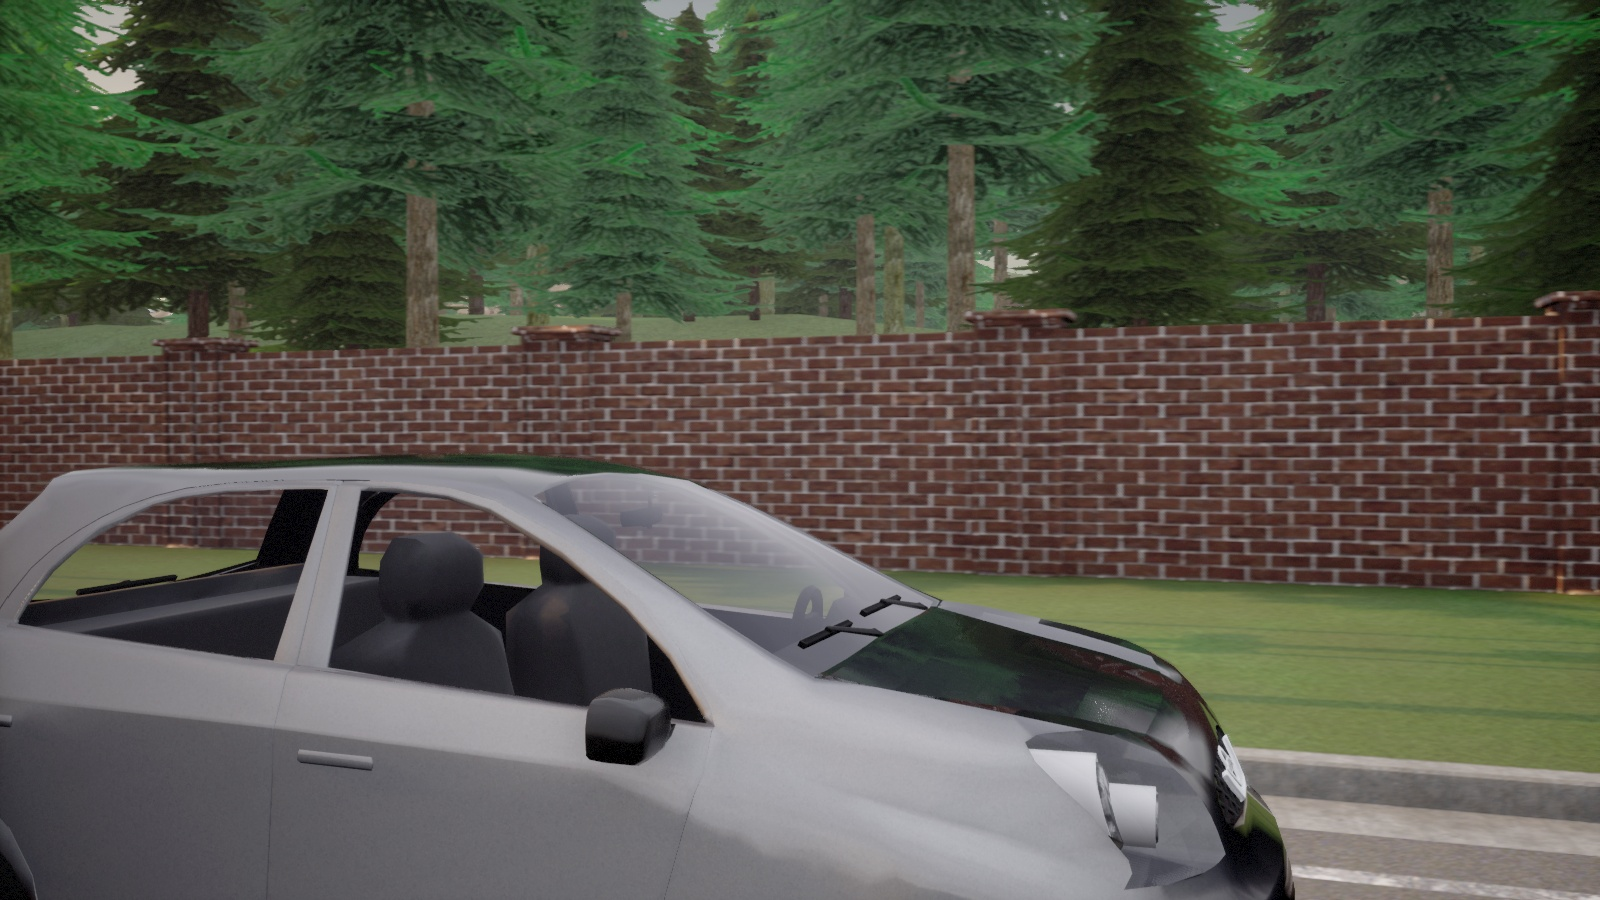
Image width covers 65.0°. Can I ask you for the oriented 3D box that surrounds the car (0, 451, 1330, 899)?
[{"bbox_3d":[-0.613,0.784,3.400,3.633,1.501,1.845,1,1,19],"label":"car"}]
